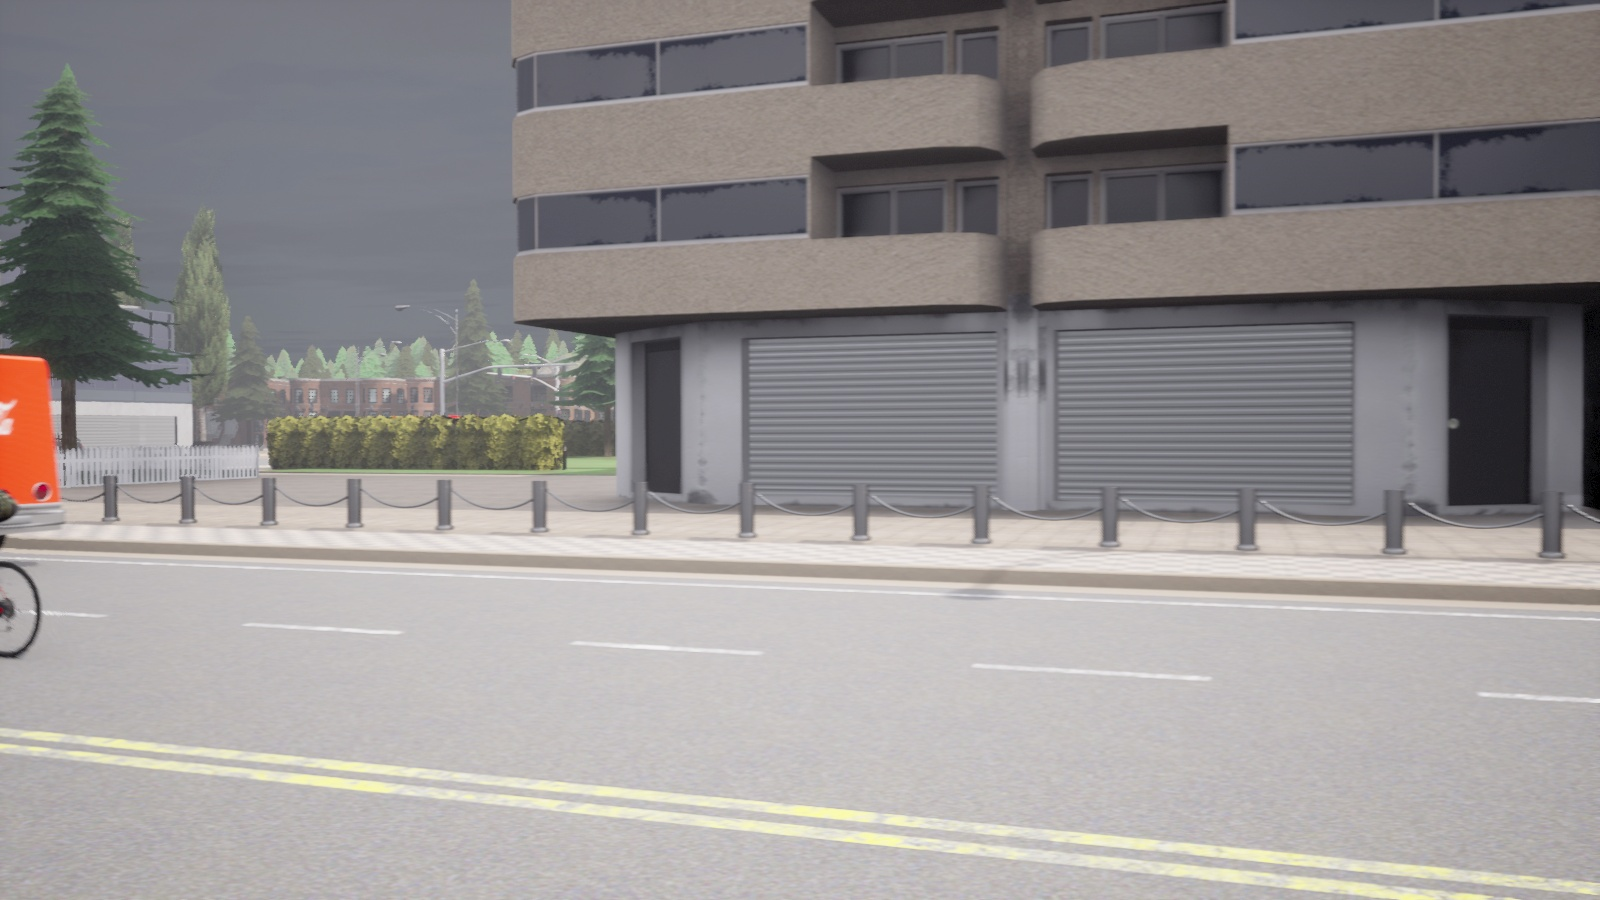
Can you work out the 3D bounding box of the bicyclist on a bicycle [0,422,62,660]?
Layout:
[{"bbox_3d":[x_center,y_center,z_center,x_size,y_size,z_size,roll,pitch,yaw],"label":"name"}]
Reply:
[{"bbox_3d":[-6.159,0.613,8.957,1.656,1.620,0.582,0,1,19],"label":"bicyclist on a bicycle"}]

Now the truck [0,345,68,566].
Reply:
[{"bbox_3d":[-11.566,0.060,14.462,5.204,2.467,2.627,0,1,19],"label":"truck"}]
